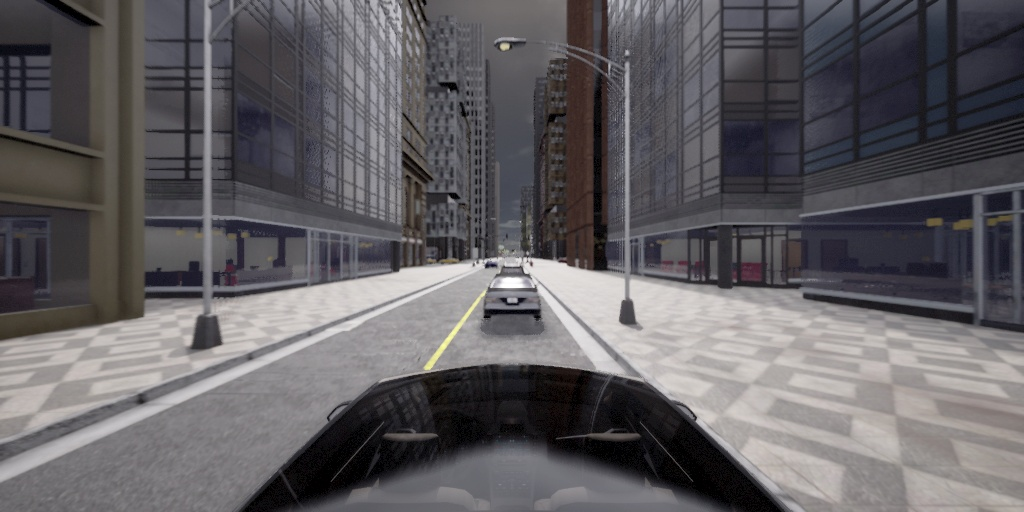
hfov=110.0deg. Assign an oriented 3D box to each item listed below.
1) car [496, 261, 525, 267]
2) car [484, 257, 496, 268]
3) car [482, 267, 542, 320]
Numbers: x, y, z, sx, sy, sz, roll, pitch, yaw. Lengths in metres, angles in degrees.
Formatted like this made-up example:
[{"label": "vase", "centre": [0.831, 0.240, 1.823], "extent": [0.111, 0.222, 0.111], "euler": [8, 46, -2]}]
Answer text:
[{"label": "car", "centre": [0.042, 1.180, 29.681], "extent": [2.128, 1.511, 4.902], "euler": [0, 0, 1]}, {"label": "car", "centre": [-3.083, 1.227, 53.819], "extent": [1.895, 1.301, 4.718], "euler": [0, 0, 0]}, {"label": "car", "centre": [0.023, 1.275, 12.508], "extent": [2.033, 1.411, 5.357], "euler": [0, 0, 0]}]
